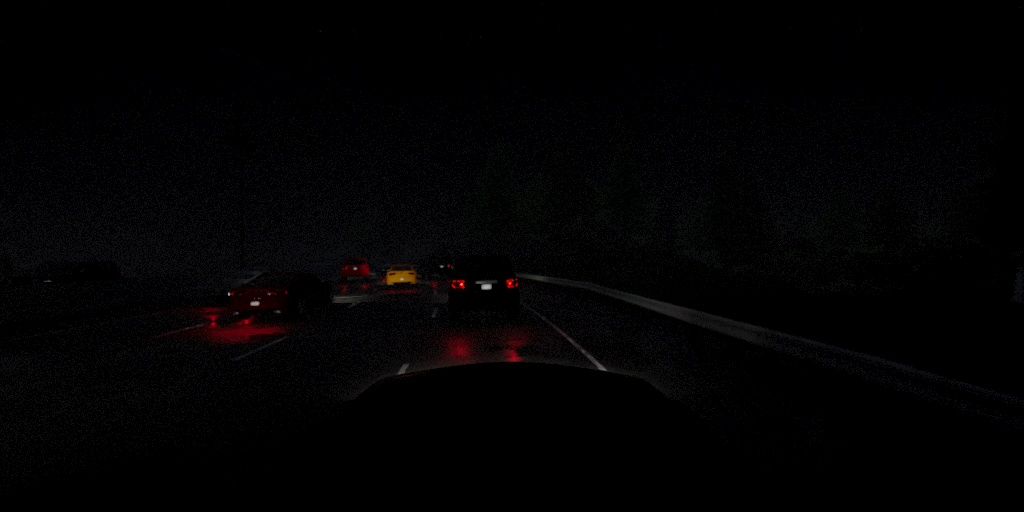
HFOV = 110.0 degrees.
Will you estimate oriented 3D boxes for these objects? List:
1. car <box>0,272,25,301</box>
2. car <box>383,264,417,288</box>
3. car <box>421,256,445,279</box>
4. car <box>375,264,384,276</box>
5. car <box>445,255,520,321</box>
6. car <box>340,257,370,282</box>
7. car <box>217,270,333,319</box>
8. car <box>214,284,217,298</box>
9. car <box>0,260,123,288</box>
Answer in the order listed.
[{"bbox_3d":[-27.425,1.628,17.595,1.812,1.442,4.674,-1,0,-18],"label":"car"},{"bbox_3d":[-7.645,1.313,24.958,1.882,1.535,5.008,-1,0,-16],"label":"car"},{"bbox_3d":[-7.193,1.044,33.861,2.150,2.045,5.566,-1,0,-23],"label":"car"},{"bbox_3d":[-14.013,1.510,39.868,1.895,1.301,4.718,-1,0,-28],"label":"car"},{"bbox_3d":[-1.146,0.979,12.880,2.150,2.045,5.566,-1,0,-9],"label":"car"},{"bbox_3d":[-13.827,1.134,31.629,2.150,2.045,5.566,-1,0,-23],"label":"car"},{"bbox_3d":[-8.361,1.330,13.531,1.882,1.535,5.008,-1,0,-9],"label":"car"},{"bbox_3d":[-12.880,1.435,18.012,1.812,1.442,4.674,-1,0,-13],"label":"car"},{"bbox_3d":[-24.434,1.282,19.787,2.150,2.045,5.566,-1,0,-18],"label":"car"}]
